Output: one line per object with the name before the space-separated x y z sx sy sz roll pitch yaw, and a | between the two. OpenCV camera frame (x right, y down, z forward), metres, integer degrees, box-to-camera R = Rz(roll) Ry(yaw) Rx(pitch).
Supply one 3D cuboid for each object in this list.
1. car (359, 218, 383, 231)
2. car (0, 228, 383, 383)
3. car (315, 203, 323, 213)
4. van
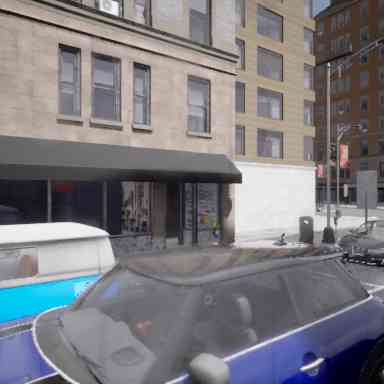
car | 6.300 1.550 10.674 4.403 1.369 2.008 0 0 -35
car | -0.117 1.352 2.981 4.553 1.767 2.097 0 0 -35
car | 11.129 1.377 34.722 1.882 1.535 5.008 0 0 -36
van | -2.923 1.341 4.105 3.998 1.788 1.690 0 0 -35
